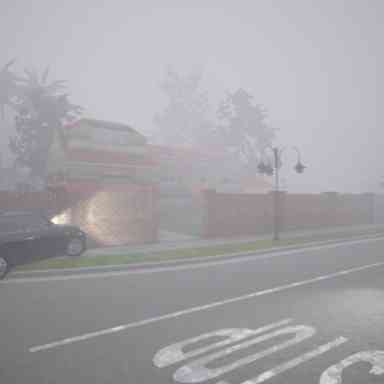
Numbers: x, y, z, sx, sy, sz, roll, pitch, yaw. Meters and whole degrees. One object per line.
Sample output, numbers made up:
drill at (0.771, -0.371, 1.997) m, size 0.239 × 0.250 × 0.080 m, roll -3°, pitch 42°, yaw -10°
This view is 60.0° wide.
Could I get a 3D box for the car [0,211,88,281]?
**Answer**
car at (-5.417, 1.392, 10.584) m, size 2.097 × 1.767 × 4.553 m, roll 1°, pitch 1°, yaw 22°
